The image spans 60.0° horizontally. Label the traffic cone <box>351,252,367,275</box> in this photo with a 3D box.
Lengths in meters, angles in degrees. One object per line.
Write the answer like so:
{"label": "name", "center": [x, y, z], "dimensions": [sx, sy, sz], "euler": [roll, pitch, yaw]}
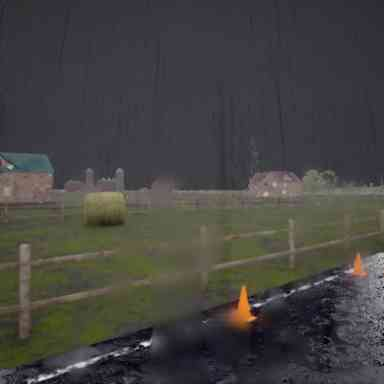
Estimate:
{"label": "traffic cone", "center": [4.679, 1.997, 9.346], "dimensions": [0.340, 0.580, 0.340], "euler": [0, 0, -42]}

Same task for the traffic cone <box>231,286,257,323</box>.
{"label": "traffic cone", "center": [0.943, 1.996, 6.031], "dimensions": [0.340, 0.580, 0.340], "euler": [0, -1, -41]}
